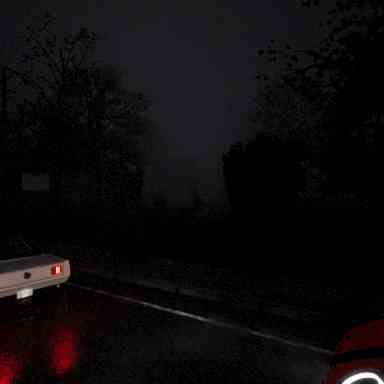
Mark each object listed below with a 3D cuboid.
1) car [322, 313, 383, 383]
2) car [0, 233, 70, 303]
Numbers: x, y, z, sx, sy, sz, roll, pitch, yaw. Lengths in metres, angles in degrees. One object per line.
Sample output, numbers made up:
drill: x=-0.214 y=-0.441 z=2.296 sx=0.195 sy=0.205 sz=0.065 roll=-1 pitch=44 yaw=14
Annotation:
car: x=3.101 y=1.352 z=1.815 sx=4.553 sy=1.767 sz=2.097 roll=0 pitch=0 yaw=35
car: x=-4.920 y=1.601 z=7.494 sx=4.718 sy=1.301 sz=1.895 roll=0 pitch=0 yaw=35
